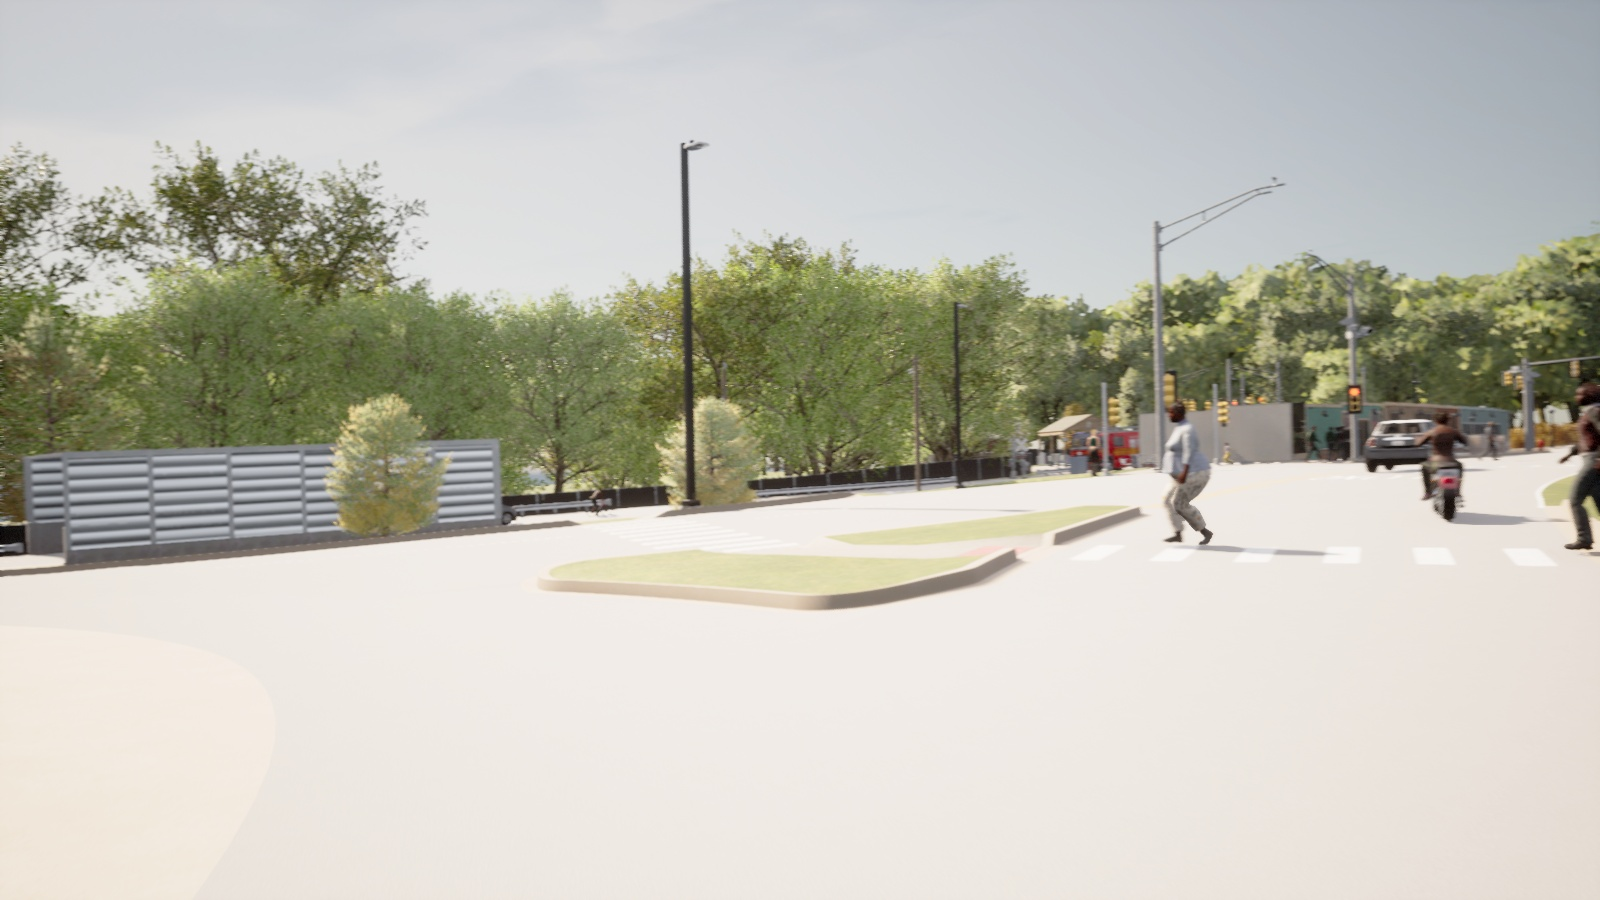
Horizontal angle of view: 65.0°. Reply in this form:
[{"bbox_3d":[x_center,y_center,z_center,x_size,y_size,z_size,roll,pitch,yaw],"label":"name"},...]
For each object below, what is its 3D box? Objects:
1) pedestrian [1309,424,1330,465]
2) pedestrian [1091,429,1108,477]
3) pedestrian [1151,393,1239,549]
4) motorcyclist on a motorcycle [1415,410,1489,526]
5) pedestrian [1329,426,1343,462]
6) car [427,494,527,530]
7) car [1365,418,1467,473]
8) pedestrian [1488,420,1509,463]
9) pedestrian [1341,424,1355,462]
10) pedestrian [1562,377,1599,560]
[{"bbox_3d":[24.876,-0.258,60.114,0.788,1.949,0.423,-2,-1,41],"label":"pedestrian"},{"bbox_3d":[11.471,0.116,48.105,0.345,1.836,0.594,-2,-1,42],"label":"pedestrian"},{"bbox_3d":[4.859,0.262,15.496,0.900,1.855,0.874,-1,-1,11],"label":"pedestrian"},{"bbox_3d":[9.837,0.242,19.012,0.766,1.649,2.350,-2,1,23],"label":"motorcyclist on a motorcycle"},{"bbox_3d":[27.343,-0.298,64.058,0.614,1.847,0.353,0,-1,-43],"label":"pedestrian"},{"bbox_3d":[-16.703,3.196,65.069,4.514,1.525,2.007,-3,1,-41],"label":"car"},{"bbox_3d":[17.883,-0.140,36.392,1.970,1.475,3.806,-2,0,36],"label":"car"},{"bbox_3d":[30.536,-0.381,54.906,0.694,1.848,0.540,-2,-1,39],"label":"pedestrian"},{"bbox_3d":[28.014,-0.347,64.180,0.666,1.930,0.402,0,-1,-42],"label":"pedestrian"},{"bbox_3d":[8.584,0.197,13.430,0.666,1.930,0.402,-2,-1,37],"label":"pedestrian"}]
